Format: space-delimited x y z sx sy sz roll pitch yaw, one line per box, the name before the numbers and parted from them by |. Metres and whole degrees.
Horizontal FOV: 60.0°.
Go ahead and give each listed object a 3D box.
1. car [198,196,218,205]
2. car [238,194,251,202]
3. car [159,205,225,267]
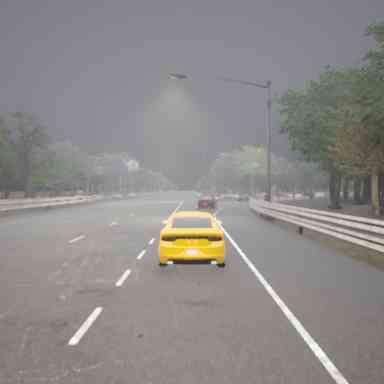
car | 1.925 1.215 39.778 1.882 1.535 5.008 0 0 11
car | 10.369 1.121 63.125 2.033 1.411 5.357 0 0 29
car | -0.001 1.403 11.159 1.882 1.535 5.008 0 0 0
